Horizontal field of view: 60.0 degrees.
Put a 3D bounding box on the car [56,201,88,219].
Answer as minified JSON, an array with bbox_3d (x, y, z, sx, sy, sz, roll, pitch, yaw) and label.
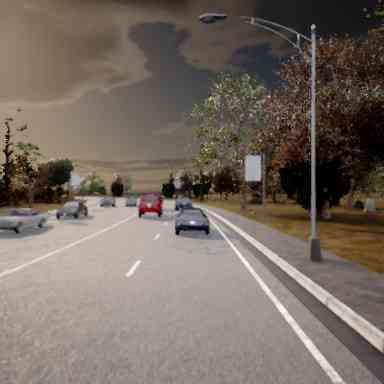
[{"bbox_3d":[-10.896,1.607,30.559,1.812,1.442,4.674,0,0,-2],"label":"car"}]

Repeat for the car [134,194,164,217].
[{"bbox_3d":[-3.971,1.305,32.404,2.150,2.045,5.566,0,0,-3],"label":"car"}]

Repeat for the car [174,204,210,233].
[{"bbox_3d":[-0.009,1.642,20.135,1.994,1.385,4.181,0,0,-1],"label":"car"}]

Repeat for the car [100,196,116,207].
[{"bbox_3d":[-12.793,1.455,50.886,2.097,1.767,4.553,0,0,-9],"label":"car"}]

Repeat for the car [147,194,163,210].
[{"bbox_3d":[-5.087,1.284,45.798,2.150,2.045,5.566,0,0,-6],"label":"car"}]

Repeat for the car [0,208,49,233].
[{"bbox_3d":[-10.587,1.679,20.279,1.895,1.301,4.718,0,0,-1],"label":"car"}]

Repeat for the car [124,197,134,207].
[{"bbox_3d":[-9.328,1.614,51.385,1.837,1.490,4.892,0,0,-9],"label":"car"}]

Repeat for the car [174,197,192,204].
[{"bbox_3d":[-1.134,1.424,42.088,2.097,1.767,4.553,0,0,-5],"label":"car"}]
